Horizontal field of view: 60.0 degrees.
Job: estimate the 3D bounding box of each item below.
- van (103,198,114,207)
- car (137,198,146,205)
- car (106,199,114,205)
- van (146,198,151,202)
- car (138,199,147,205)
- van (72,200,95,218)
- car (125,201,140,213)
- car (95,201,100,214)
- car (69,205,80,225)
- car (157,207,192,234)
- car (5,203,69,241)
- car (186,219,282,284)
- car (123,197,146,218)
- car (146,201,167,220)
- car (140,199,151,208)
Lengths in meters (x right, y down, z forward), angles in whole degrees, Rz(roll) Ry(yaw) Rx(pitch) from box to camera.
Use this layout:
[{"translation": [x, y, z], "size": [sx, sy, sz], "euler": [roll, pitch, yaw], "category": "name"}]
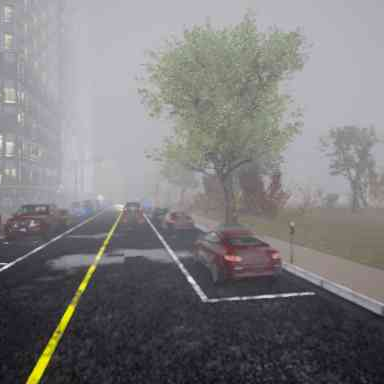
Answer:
[{"translation": [-18.767, 2.270, 73.508], "size": [1.690, 1.788, 3.998], "euler": [-1, 0, -10], "category": "van"}, {"translation": [-13.042, 2.429, 85.928], "size": [1.967, 1.590, 4.097], "euler": [-1, 0, -10], "category": "car"}, {"translation": [-20.774, 2.602, 84.418], "size": [1.887, 1.381, 4.507], "euler": [-1, 0, -10], "category": "car"}, {"translation": [-8.021, 2.008, 58.682], "size": [1.690, 1.788, 3.998], "euler": [-1, 0, -10], "category": "van"}, {"translation": [-12.034, 2.490, 80.477], "size": [1.947, 1.339, 4.313], "euler": [-1, 0, -10], "category": "car"}, {"translation": [-11.727, 1.817, 35.319], "size": [1.690, 1.788, 3.998], "euler": [-1, 0, -10], "category": "van"}, {"translation": [-8.235, 2.019, 45.764], "size": [1.882, 1.535, 5.008], "euler": [-1, -1, -10], "category": "car"}, {"translation": [-12.727, 2.123, 40.773], "size": [1.802, 1.307, 4.206], "euler": [-1, 0, -10], "category": "car"}, {"translation": [-9.758, 1.912, 24.399], "size": [1.947, 1.339, 4.313], "euler": [-1, 0, -10], "category": "car"}, {"translation": [-0.893, 1.795, 20.555], "size": [1.802, 1.307, 4.206], "euler": [-1, 0, -10], "category": "car"}, {"translation": [-8.803, 1.597, 18.937], "size": [2.192, 1.841, 5.009], "euler": [-1, 0, -10], "category": "car"}, {"translation": [1.152, 1.666, 9.662], "size": [1.802, 1.307, 4.206], "euler": [-1, 0, -10], "category": "car"}, {"translation": [-6.323, 1.773, 35.677], "size": [2.097, 1.767, 4.553], "euler": [-1, -1, -10], "category": "car"}, {"translation": [-2.993, 1.894, 31.436], "size": [2.008, 1.369, 4.403], "euler": [-1, 0, -10], "category": "car"}, {"translation": [-9.023, 2.171, 64.131], "size": [1.967, 1.590, 4.097], "euler": [-1, 0, -10], "category": "car"}]
